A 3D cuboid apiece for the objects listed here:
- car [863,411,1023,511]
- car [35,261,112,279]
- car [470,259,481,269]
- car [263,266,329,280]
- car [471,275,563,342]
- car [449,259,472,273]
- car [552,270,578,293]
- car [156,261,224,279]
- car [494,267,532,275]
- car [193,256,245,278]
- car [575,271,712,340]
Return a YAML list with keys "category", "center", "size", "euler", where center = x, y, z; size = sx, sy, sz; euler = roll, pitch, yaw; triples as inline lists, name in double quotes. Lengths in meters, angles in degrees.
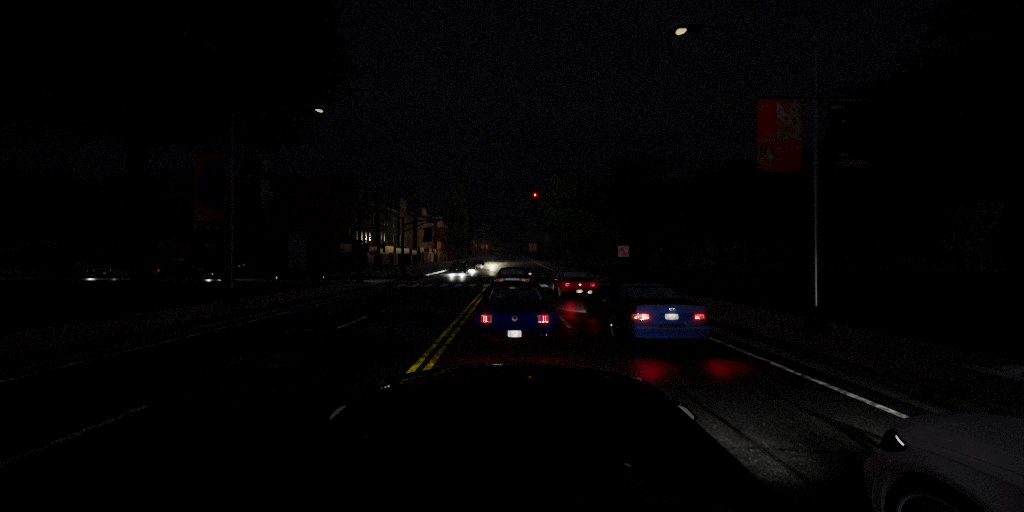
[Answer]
- category: "car"
  center: [3.344, 1.275, 0.487]
  size: [1.812, 1.442, 4.674]
  euler: [0, 0, 0]
- category: "car"
  center: [-36.884, 1.164, 30.260]
  size: [5.008, 1.535, 1.882]
  euler: [0, 0, 0]
- category: "car"
  center: [-6.612, 1.272, 56.820]
  size: [2.128, 1.511, 4.902]
  euler: [0, 1, 0]
- category: "car"
  center: [-18.098, 1.449, 30.251]
  size: [4.718, 1.301, 1.895]
  euler: [1, 0, 0]
- category: "car"
  center: [0.078, 1.374, 9.837]
  size: [1.895, 1.301, 4.718]
  euler: [0, 0, 0]
- category: "car"
  center: [-6.618, 1.427, 44.874]
  size: [1.994, 1.385, 4.181]
  euler: [0, 0, 0]
- category: "car"
  center: [3.296, 1.440, 19.606]
  size: [1.895, 1.301, 4.718]
  euler: [0, 0, 0]
- category: "car"
  center: [-27.260, 1.325, 30.248]
  size: [4.181, 1.385, 1.994]
  euler: [0, 0, 0]
- category: "car"
  center: [0.045, 1.314, 19.178]
  size: [1.882, 1.535, 5.008]
  euler: [0, 0, 0]
- category: "car"
  center: [-27.895, 0.998, 33.157]
  size: [5.566, 2.045, 2.150]
  euler: [0, 0, 1]
- category: "car"
  center: [3.328, 1.322, 9.963]
  size: [2.033, 1.411, 5.357]
  euler: [0, 0, 0]
